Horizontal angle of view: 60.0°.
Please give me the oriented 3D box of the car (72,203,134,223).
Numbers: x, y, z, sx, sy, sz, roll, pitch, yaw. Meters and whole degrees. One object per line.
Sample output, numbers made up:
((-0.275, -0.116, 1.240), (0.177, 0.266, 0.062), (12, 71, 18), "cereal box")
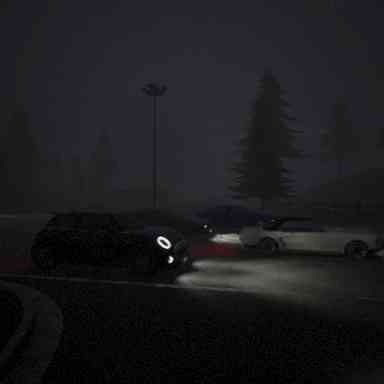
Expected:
((-6.773, 1.563, 25.486), (4.181, 1.385, 1.994), (0, 0, 13), "car")

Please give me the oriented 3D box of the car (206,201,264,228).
((2.552, 1.475, 19.726), (5.008, 1.535, 1.882), (0, 0, 13), "car")

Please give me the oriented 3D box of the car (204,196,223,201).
((4.753, 1.538, 69.535), (2.033, 1.411, 5.357), (0, 0, -33), "car")

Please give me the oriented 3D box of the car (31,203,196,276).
((-2.395, 1.350, 10.096), (4.553, 1.767, 2.097), (0, 0, 13), "car")

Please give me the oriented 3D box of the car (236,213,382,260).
((4.164, 1.599, 12.165), (4.718, 1.301, 1.895), (0, 0, 13), "car")

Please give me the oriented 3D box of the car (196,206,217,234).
((-1.670, 1.545, 17.114), (5.357, 1.411, 2.033), (0, 0, 13), "car")
